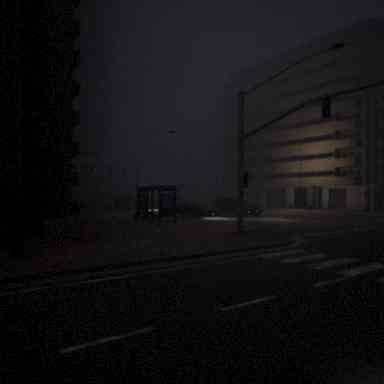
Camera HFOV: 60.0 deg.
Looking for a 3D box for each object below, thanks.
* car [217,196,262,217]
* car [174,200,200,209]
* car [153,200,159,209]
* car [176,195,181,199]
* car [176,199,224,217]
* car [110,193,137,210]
[{"bbox_3d":[4.670,1.493,34.548,2.150,2.045,5.566,1,0,-36],"label":"car"},{"bbox_3d":[-0.893,1.939,54.040,1.895,1.301,4.718,1,0,-36],"label":"car"},{"bbox_3d":[-6.505,1.857,49.857,1.994,1.385,4.181,1,0,-36],"label":"car"},{"bbox_3d":[-3.707,1.529,51.964,2.150,2.045,5.566,1,0,-36],"label":"car"},{"bbox_3d":[0.463,1.789,34.353,2.033,1.411,5.357,1,0,-36],"label":"car"},{"bbox_3d":[-9.304,1.380,47.762,2.150,2.045,5.566,1,0,-36],"label":"car"}]
